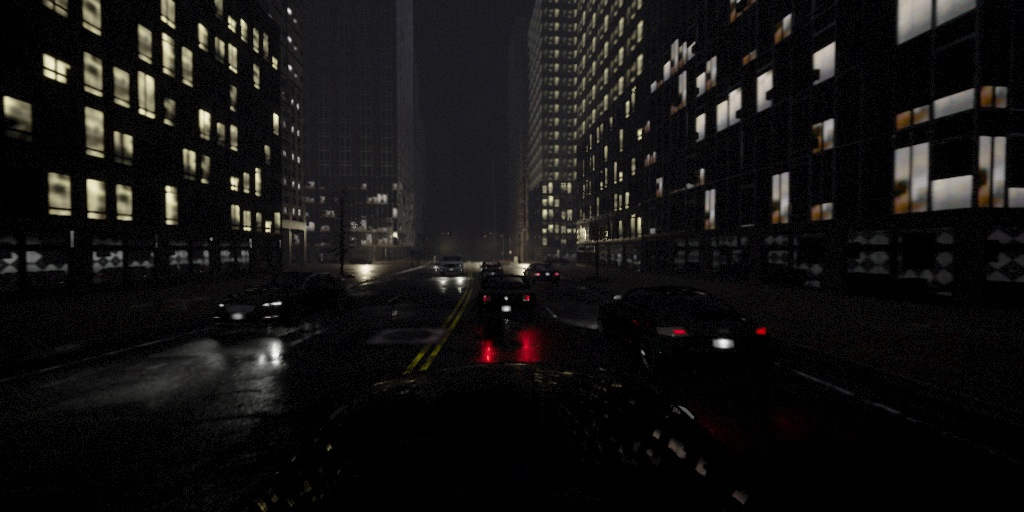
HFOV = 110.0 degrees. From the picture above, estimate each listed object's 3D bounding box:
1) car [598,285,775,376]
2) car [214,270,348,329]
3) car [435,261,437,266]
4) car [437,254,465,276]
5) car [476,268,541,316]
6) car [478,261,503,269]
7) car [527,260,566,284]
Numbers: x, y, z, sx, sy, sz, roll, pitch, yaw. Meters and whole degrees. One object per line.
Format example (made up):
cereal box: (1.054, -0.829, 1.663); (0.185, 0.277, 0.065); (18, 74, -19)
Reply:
car: (3.183, 1.287, 7.464); (1.994, 1.385, 4.181); (0, 0, -1)
car: (-6.851, 1.218, 11.259); (2.128, 1.511, 4.902); (0, 0, -3)
car: (-12.331, 1.042, 63.171); (1.812, 1.442, 4.674); (0, 0, -7)
car: (-5.801, 0.852, 35.088); (2.150, 2.045, 5.566); (0, 0, -7)
car: (-0.274, 1.306, 13.142); (1.895, 1.301, 4.718); (0, 0, -3)
car: (-1.747, 1.131, 29.885); (2.128, 1.511, 4.902); (0, 0, -6)
car: (2.017, 1.196, 25.365); (2.033, 1.411, 5.357); (0, 0, -6)
